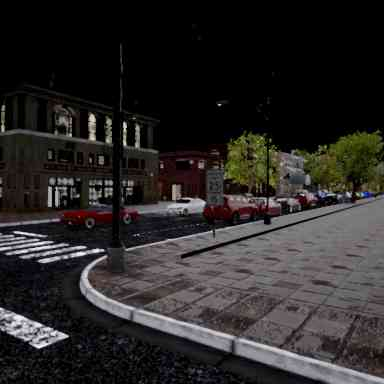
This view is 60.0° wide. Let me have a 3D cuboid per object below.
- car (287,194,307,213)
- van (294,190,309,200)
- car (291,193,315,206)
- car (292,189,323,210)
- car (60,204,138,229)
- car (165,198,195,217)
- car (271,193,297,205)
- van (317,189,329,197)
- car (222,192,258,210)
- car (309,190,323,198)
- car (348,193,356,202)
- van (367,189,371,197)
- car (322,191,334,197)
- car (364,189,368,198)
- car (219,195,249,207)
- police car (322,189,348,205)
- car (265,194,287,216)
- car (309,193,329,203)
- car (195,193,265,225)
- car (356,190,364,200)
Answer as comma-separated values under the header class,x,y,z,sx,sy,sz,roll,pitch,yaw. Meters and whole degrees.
class,x,y,z,sx,sy,sz,roll,pitch,yaw
car,8.947,1.194,31.305,2.008,1.369,4.403,1,2,34
van,20.877,0.502,63.440,1.690,1.788,3.998,1,2,34
car,14.988,0.969,44.754,1.812,1.442,4.674,1,1,35
car,12.090,0.892,35.867,2.192,1.841,5.009,1,2,34
car,-5.583,1.400,20.401,1.895,1.301,4.718,1,1,34
car,-0.337,1.213,28.036,1.812,1.442,4.674,1,1,35
car,13.263,0.946,47.682,2.033,1.411,5.357,1,1,35
van,30.298,0.295,77.142,1.690,1.788,3.998,2,2,34
car,5.330,0.920,36.261,2.097,1.767,4.553,1,1,35
car,27.157,0.463,72.578,1.967,1.590,4.097,1,2,34
car,23.707,0.689,52.040,2.097,1.767,4.553,1,1,35
van,40.352,0.300,76.974,1.690,1.788,3.998,1,2,34
car,33.436,0.435,81.715,2.008,1.369,4.403,2,2,34
car,34.165,0.621,67.983,1.752,1.417,4.829,1,2,34
car,5.174,1.067,40.609,1.947,1.339,4.313,1,2,34
police car,19.838,0.846,46.376,1.930,1.638,5.238,1,1,35
car,5.808,1.151,26.734,1.967,1.590,4.097,1,2,34
car,19.997,0.859,52.139,1.812,1.442,4.674,1,1,35
car,2.669,1.093,22.164,2.192,1.841,5.009,1,2,34
car,30.928,0.749,63.276,1.802,1.307,4.206,1,2,34
